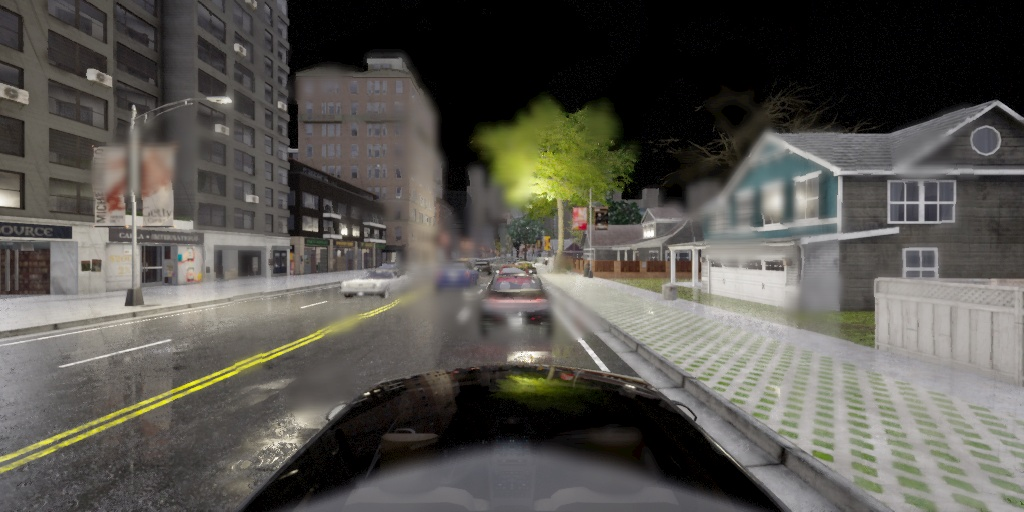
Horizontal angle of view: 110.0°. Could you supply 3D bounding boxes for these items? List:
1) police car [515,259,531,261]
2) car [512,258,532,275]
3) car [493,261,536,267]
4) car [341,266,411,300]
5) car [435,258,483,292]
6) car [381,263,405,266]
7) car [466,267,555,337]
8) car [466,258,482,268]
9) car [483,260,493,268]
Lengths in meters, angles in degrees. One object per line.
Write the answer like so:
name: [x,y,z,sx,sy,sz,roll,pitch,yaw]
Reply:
police car: [1.008,1.155,29.578,1.930,1.638,5.238,0,0,0]
car: [1.019,1.068,39.439,2.097,1.767,4.553,0,0,0]
car: [0.122,1.219,19.849,1.882,1.535,5.008,0,0,0]
car: [-6.580,1.343,17.825,1.895,1.301,4.718,0,0,0]
car: [-3.127,1.091,21.305,2.097,1.767,4.553,0,0,0]
car: [-9.817,1.278,29.353,2.033,1.411,5.357,0,0,0]
car: [0.113,1.239,10.346,2.128,1.511,4.902,0,0,0]
car: [-6.502,1.179,61.834,2.128,1.511,4.902,0,0,0]
car: [-3.107,1.221,38.866,1.837,1.490,4.892,0,0,0]
